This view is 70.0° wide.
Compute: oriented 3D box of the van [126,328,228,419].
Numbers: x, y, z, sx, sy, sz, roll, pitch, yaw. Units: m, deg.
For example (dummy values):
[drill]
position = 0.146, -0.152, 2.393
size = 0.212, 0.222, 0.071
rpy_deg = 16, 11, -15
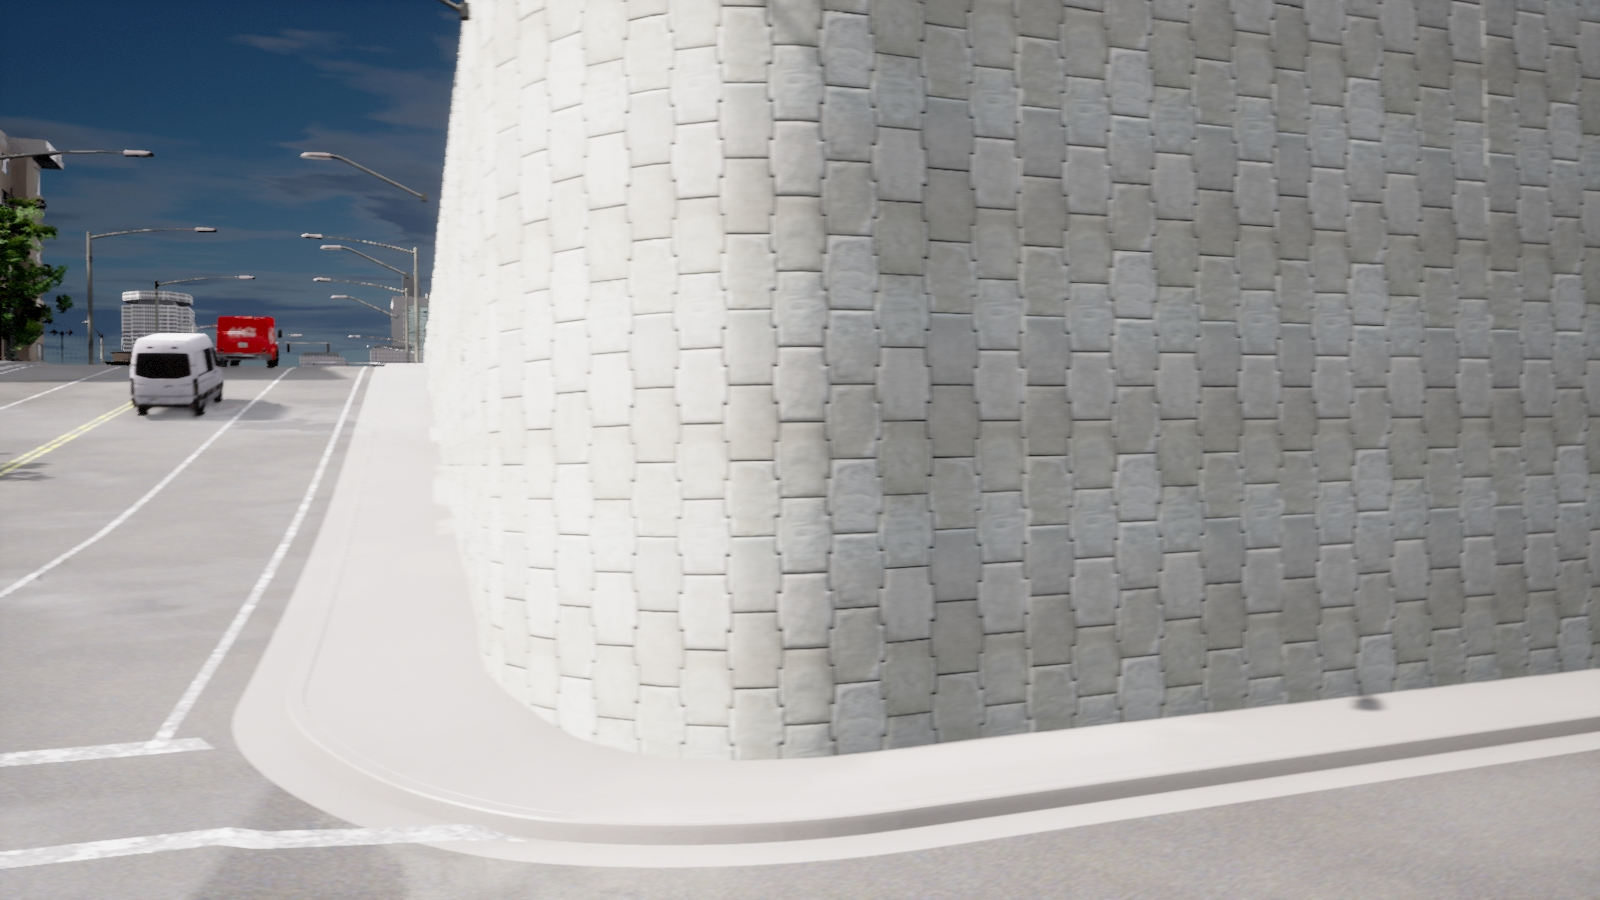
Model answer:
[van]
position = -21.197, -2.723, 39.143
size = 1.988, 2.561, 5.915
rpy_deg = -1, 9, -19

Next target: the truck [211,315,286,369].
[truck]
position = -26.998, -5.302, 56.120
size = 2.627, 2.467, 5.204
rpy_deg = -1, 6, -19
